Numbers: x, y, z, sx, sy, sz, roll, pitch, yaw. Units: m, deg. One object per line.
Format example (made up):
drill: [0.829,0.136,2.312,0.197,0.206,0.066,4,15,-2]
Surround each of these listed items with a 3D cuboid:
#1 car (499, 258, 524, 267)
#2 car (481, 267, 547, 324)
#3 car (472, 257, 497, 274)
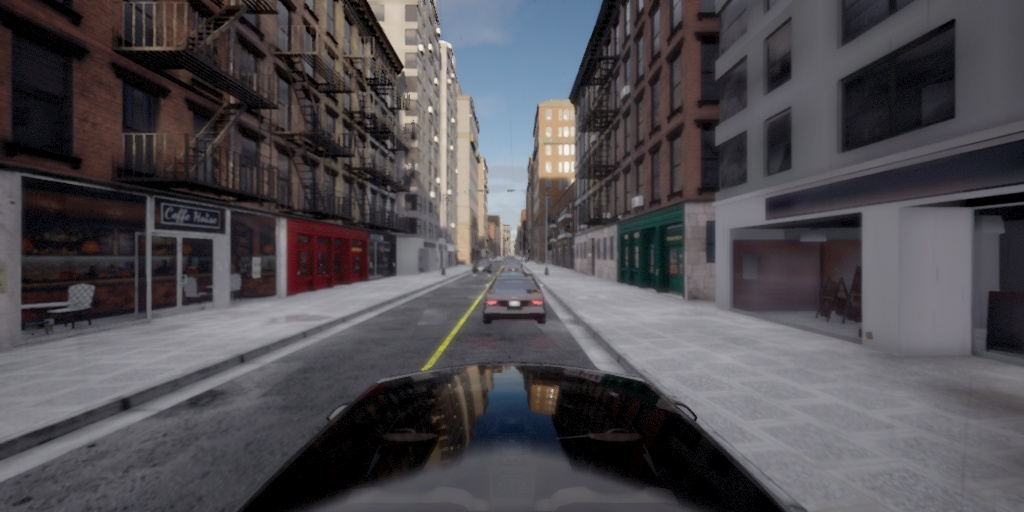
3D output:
car: [0.109,1.187,31.910,2.033,1.411,5.357,0,0,0]
car: [0.084,1.263,11.720,2.033,1.411,5.357,0,0,0]
car: [-3.080,1.109,37.866,2.128,1.511,4.902,0,0,0]
